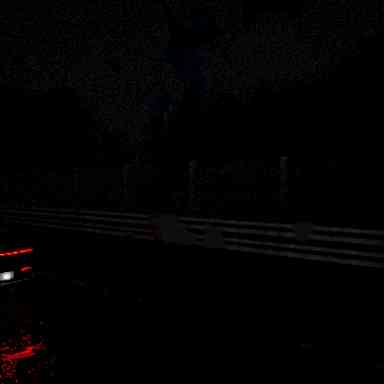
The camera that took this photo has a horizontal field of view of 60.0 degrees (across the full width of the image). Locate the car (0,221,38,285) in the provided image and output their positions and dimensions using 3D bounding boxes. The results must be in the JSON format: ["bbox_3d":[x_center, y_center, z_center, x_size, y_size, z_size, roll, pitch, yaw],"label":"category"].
[{"bbox_3d":[-5.631,1.410,8.003,4.892,1.490,1.837,0,0,36],"label":"car"}]
